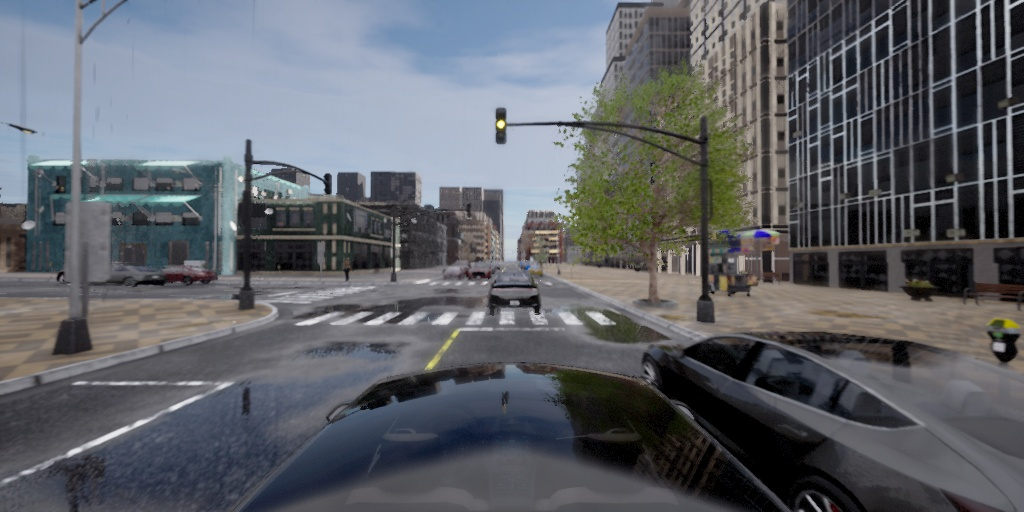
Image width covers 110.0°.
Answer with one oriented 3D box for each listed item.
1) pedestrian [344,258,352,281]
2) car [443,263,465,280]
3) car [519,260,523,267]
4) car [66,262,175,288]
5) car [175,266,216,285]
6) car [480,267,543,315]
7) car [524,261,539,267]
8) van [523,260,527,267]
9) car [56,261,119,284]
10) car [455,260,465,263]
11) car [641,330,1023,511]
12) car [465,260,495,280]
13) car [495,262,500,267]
[{"bbox_3d":[-12.771,1.022,27.797,0.375,1.860,0.375,0,-1,-1],"label":"pedestrian"},{"bbox_3d":[-5.718,1.639,35.787,1.802,1.307,4.207,0,0,0],"label":"car"},{"bbox_3d":[2.643,1.808,58.000,2.007,1.370,4.403,0,0,0],"label":"car"},{"bbox_3d":[-23.957,1.227,22.065,4.181,1.385,1.994,1,-1,-1],"label":"car"},{"bbox_3d":[-22.840,1.296,24.688,4.207,1.307,1.802,0,0,-1],"label":"car"},{"bbox_3d":[0.091,1.355,14.252,2.128,1.511,4.902,0,-1,0],"label":"car"},{"bbox_3d":[2.657,1.632,41.517,1.751,1.417,4.829,0,0,0],"label":"car"},{"bbox_3d":[2.652,1.498,46.898,1.690,1.789,3.998,0,0,0],"label":"van"},{"bbox_3d":[-28.388,1.085,24.606,4.097,1.591,1.967,0,0,-1],"label":"car"},{"bbox_3d":[-5.723,1.422,41.338,2.192,1.841,5.009,0,0,0],"label":"car"},{"bbox_3d":[2.690,1.330,3.320,1.948,1.339,4.313,0,0,0],"label":"car"},{"bbox_3d":[-3.120,1.407,35.597,2.097,1.767,4.553,0,-1,0],"label":"car"},{"bbox_3d":[-3.119,1.646,47.071,2.128,1.511,4.902,0,0,0],"label":"car"}]
